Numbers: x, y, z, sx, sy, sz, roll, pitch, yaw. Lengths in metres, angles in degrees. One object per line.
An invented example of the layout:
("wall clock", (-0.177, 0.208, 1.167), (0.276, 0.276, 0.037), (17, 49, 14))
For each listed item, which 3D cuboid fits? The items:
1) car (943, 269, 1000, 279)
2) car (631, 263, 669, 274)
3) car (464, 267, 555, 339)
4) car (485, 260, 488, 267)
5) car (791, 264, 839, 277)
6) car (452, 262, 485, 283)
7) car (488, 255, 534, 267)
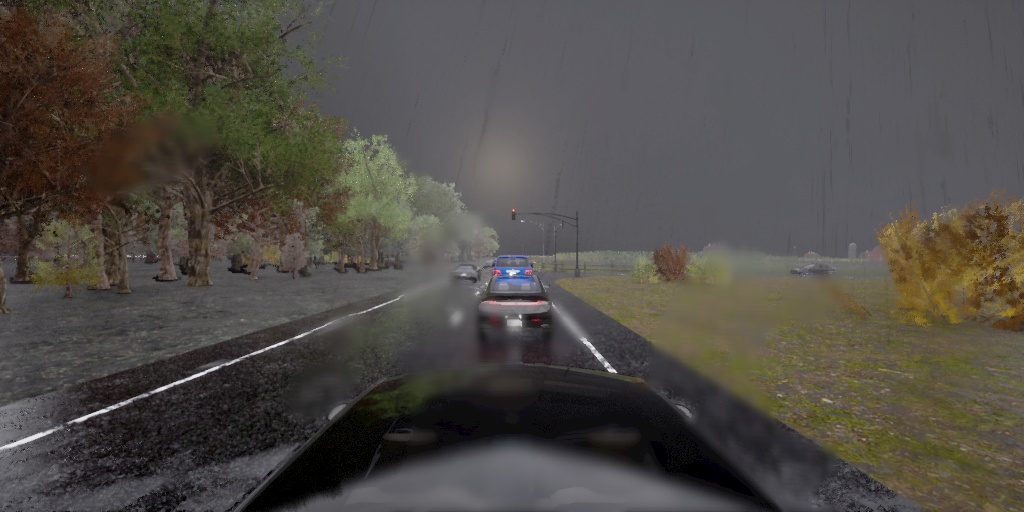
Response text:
("car", (51.211, 1.834, 39.662), (4.674, 1.442, 1.812), (1, -1, 1))
("car", (16.896, 1.520, 43.372), (4.674, 1.442, 1.812), (1, -1, 1))
("car", (0.074, 1.244, 10.128), (2.128, 1.511, 4.902), (0, 0, 0))
("car", (-3.605, 1.303, 58.295), (2.033, 1.411, 5.357), (0, 0, 0))
("car", (36.488, 1.712, 43.303), (4.892, 1.490, 1.837), (0, -1, 0))
("car", (-3.496, 1.320, 28.106), (1.994, 1.385, 4.181), (0, 0, 0))
("car", (0.037, 0.976, 20.045), (2.150, 2.045, 5.566), (0, 0, 0))
